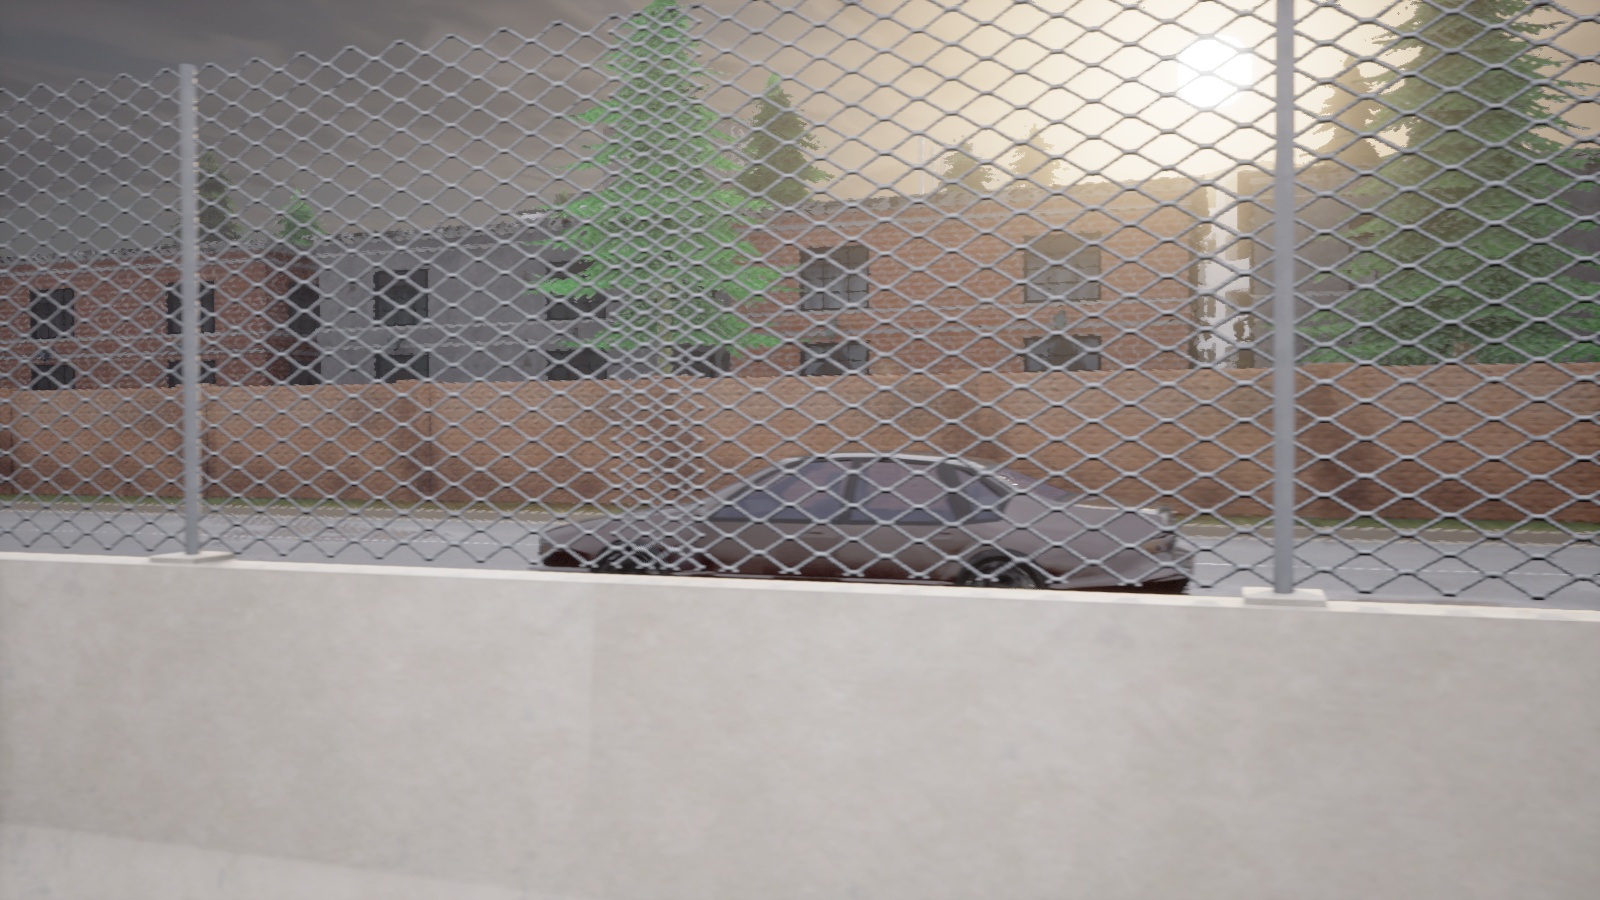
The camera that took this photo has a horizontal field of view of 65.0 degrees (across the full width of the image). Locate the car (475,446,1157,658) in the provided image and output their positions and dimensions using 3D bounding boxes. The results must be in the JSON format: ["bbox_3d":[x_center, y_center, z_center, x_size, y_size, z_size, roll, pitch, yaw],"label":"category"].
[{"bbox_3d":[0.168,0.706,10.533,5.357,1.411,2.033,1,1,18],"label":"car"}]
